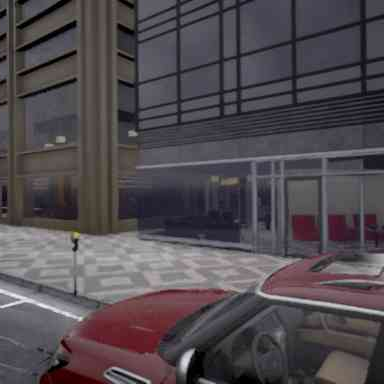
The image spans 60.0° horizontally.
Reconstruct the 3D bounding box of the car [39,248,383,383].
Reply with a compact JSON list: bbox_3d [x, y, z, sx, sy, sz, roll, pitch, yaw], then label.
[{"bbox_3d":[1.173,1.315,2.022,5.009,1.841,2.192,0,-1,36],"label":"car"}]
